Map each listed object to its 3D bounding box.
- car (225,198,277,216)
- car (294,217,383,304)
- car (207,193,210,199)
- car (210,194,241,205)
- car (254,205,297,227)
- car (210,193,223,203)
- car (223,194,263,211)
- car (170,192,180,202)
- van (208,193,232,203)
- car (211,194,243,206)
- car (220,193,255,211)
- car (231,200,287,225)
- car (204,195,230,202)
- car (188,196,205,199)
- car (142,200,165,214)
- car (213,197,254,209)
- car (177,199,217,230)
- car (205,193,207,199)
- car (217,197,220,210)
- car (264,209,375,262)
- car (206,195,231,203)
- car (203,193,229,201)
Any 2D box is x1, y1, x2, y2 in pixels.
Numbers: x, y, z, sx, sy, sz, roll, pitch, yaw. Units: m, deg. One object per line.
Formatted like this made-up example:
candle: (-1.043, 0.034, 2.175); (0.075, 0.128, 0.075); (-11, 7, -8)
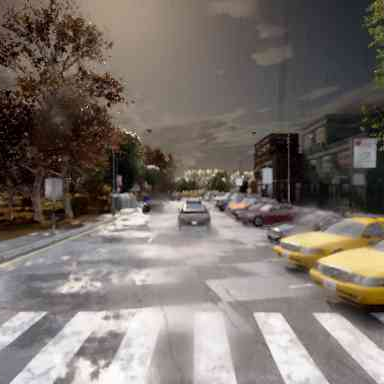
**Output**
car: (5.334, 1.452, 25.288); (4.792, 1.488, 2.163); (1, 0, -20)
car: (5.137, 1.463, 7.230); (5.366, 1.575, 1.946); (1, 0, -20)
car: (5.462, 1.148, 46.300); (5.566, 2.045, 2.435); (1, 0, -20)
car: (5.508, 1.276, 55.316); (4.553, 1.767, 2.185); (1, 0, -20)
car: (5.328, 1.454, 13.296); (4.892, 1.521, 2.231); (1, 0, -20)
car: (5.418, 1.153, 37.284); (5.566, 2.045, 2.435); (1, 0, -20)
car: (5.409, 1.292, 28.308); (4.553, 1.767, 2.185); (1, 0, -20)
car: (-3.799, 1.125, 75.592); (2.150, 2.045, 5.566); (0, 0, 0)
van: (5.709, 1.190, 67.381); (4.442, 1.987, 1.878); (1, 0, -20)
car: (5.491, 1.274, 52.314); (4.553, 1.767, 2.185); (1, 0, -20)
car: (5.426, 1.287, 31.309); (4.553, 1.767, 2.185); (1, 0, -20)
car: (5.350, 1.470, 22.297); (4.674, 1.452, 2.002); (1, 0, -20)
car: (5.441, 1.416, 73.280); (5.366, 1.575, 1.946); (1, 0, -20)
car: (0.206, 1.395, 38.761); (1.882, 1.535, 5.008); (0, 0, 0)
car: (-3.911, 1.523, 33.913); (1.895, 1.301, 4.718); (0, 0, 0)
car: (5.437, 1.430, 43.299); (4.792, 1.488, 2.163); (1, 0, -20)
car: (0.137, 1.440, 20.392); (2.128, 1.511, 4.902); (0, 0, 0)
car: (5.578, 1.411, 64.335); (5.008, 1.535, 2.097); (1, 0, -20)
car: (5.407, 1.448, 34.306); (4.674, 1.452, 2.002); (1, 0, -20)
car: (5.140, 1.456, 10.232); (5.366, 1.575, 1.946); (1, 0, -20)
car: (5.613, 1.458, 70.338); (4.674, 1.452, 2.002); (1, 0, -20)
car: (5.650, 1.178, 79.373); (5.566, 2.045, 2.435); (1, 0, -20)
